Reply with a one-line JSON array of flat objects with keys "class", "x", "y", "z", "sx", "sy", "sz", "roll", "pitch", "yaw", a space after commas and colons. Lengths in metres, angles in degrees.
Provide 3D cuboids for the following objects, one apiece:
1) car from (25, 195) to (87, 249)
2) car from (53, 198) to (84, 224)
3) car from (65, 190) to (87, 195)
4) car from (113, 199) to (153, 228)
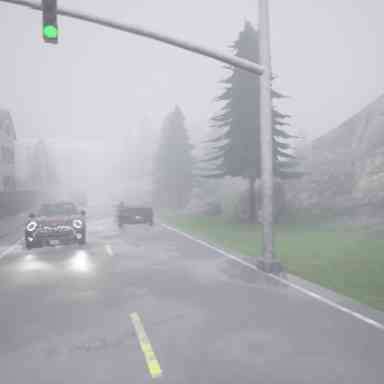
[{"class": "car", "x": -5.654, "y": 1.210, "z": 14.157, "sx": 2.097, "sy": 1.767, "sz": 4.553, "roll": -2, "pitch": 1, "yaw": -18}, {"class": "car", "x": -8.749, "y": 1.274, "z": 23.837, "sx": 1.812, "sy": 1.442, "sz": 4.674, "roll": -2, "pitch": 1, "yaw": -17}, {"class": "car", "x": -13.627, "y": 0.779, "z": 39.327, "sx": 2.150, "sy": 2.045, "sz": 5.566, "roll": -2, "pitch": 1, "yaw": -18}, {"class": "car", "x": -3.622, "y": 1.171, "z": 19.924, "sx": 1.882, "sy": 1.535, "sz": 5.008, "roll": -2, "pitch": 1, "yaw": -18}]
